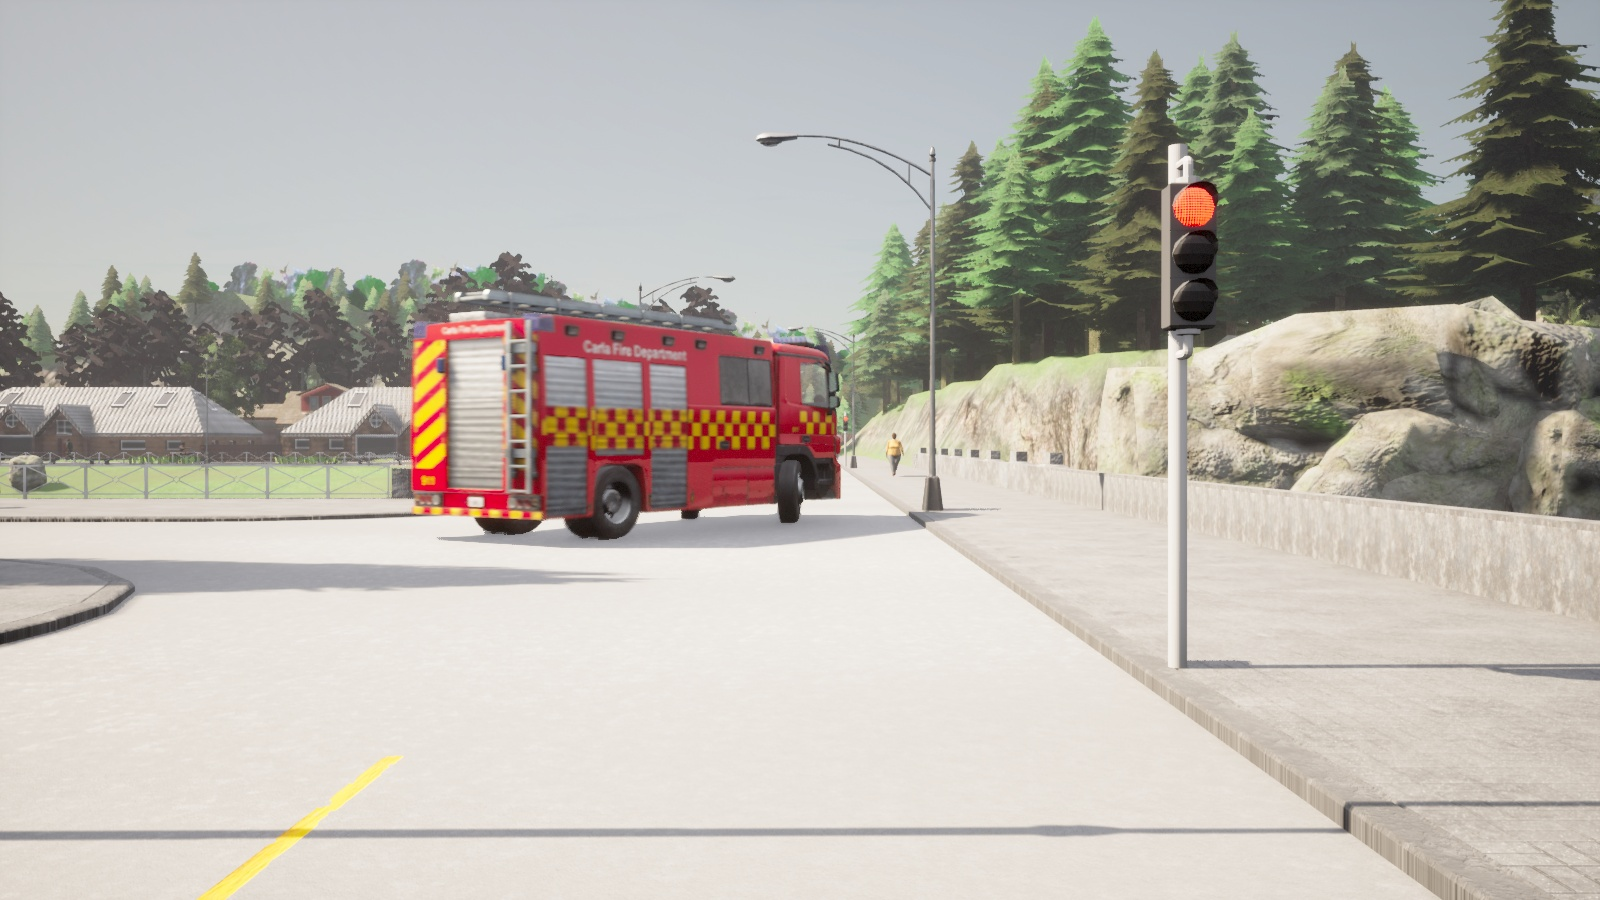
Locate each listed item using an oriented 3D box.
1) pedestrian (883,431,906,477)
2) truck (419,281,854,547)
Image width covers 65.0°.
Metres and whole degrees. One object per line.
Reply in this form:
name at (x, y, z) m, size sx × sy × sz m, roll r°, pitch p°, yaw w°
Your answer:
pedestrian at (3.836, 0.170, 51.248) m, size 0.874 × 1.855 × 0.900 m, roll 0°, pitch 0°, yaw 0°
truck at (-2.443, -0.547, 22.397) m, size 2.891 × 3.827 × 8.468 m, roll 0°, pitch 0°, yaw 33°
